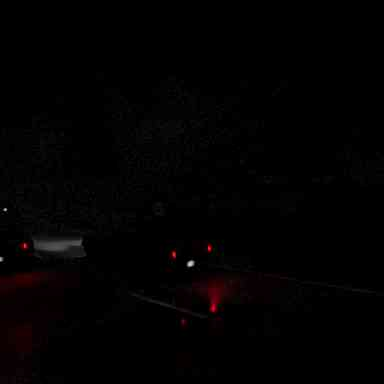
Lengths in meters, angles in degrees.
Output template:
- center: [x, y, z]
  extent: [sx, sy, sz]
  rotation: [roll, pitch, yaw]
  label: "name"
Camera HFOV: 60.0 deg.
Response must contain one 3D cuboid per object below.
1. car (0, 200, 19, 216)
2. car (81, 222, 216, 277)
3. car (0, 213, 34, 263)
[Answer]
- center: [-16.043, 1.370, 28.083]
  extent: [1.994, 1.385, 4.181]
  rotation: [0, 1, -38]
  label: "car"
- center: [-1.595, 1.603, 10.369]
  extent: [1.895, 1.301, 4.718]
  rotation: [0, 0, -45]
  label: "car"
- center: [-6.864, 1.598, 11.039]
  extent: [1.895, 1.301, 4.718]
  rotation: [0, 0, -40]
  label: "car"
